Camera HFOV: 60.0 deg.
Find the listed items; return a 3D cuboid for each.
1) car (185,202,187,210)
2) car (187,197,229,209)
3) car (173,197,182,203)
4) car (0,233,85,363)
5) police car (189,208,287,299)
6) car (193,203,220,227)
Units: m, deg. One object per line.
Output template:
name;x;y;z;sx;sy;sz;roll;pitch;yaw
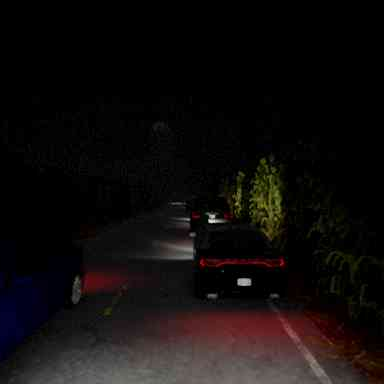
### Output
car;0.025;1.706;46.661;2.033;1.411;5.357;0;0;1
car;0.964;1.285;18.600;2.150;2.045;5.566;0;0;0
car;-3.174;1.802;74.900;2.033;1.411;5.357;0;0;0
car;-3.199;1.495;5.083;1.882;1.535;5.008;0;0;0
police car;0.961;1.455;8.679;1.930;1.638;5.238;0;0;0
car;0.965;1.610;24.569;1.812;1.442;4.674;0;0;0
